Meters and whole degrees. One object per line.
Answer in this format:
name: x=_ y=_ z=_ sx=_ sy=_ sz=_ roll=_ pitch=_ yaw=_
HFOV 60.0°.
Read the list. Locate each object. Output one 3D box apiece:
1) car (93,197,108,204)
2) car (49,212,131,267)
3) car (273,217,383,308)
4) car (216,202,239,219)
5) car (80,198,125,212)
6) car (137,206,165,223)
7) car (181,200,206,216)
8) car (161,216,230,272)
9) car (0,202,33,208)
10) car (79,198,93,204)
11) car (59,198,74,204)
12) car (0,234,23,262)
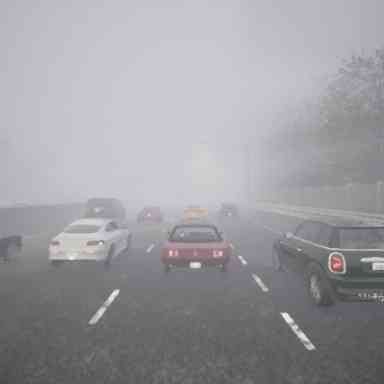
car: x=-21.043 y=2.008 z=76.910 sx=2.128 sy=1.511 sz=4.902 roll=0 pitch=-1 yaw=0
car: x=-3.402 y=1.636 z=11.717 sx=1.812 sy=1.442 sz=4.674 roll=0 pitch=-1 yaw=0
car: x=3.502 y=1.421 z=8.297 sx=2.097 sy=1.767 sz=4.553 roll=0 pitch=-1 yaw=0
car: x=3.480 y=1.801 z=32.994 sx=1.837 sy=1.490 sz=4.892 roll=0 pitch=-1 yaw=0
car: x=-6.917 y=1.475 z=26.888 sx=2.150 sy=2.045 sz=5.566 roll=0 pitch=-1 yaw=0
car: x=-3.413 y=1.831 z=28.309 sx=1.994 sy=1.385 sz=4.181 roll=0 pitch=-1 yaw=0
car: x=0.087 y=1.754 z=29.222 sx=1.882 sy=1.535 sz=5.008 roll=0 pitch=-1 yaw=0
car: x=0.097 y=1.706 z=11.180 sx=1.895 sy=1.301 sz=4.718 roll=0 pitch=-1 yaw=0
car: x=-17.611 y=1.794 z=33.565 sx=1.882 sy=1.535 sz=5.008 roll=0 pitch=-1 yaw=0
car: x=-24.543 y=2.006 z=76.908 sx=1.812 sy=1.442 sz=4.674 roll=0 pitch=-1 yaw=0
car: x=-28.042 y=2.026 z=74.307 sx=2.097 sy=1.767 sz=4.553 roll=0 pitch=-1 yaw=0
car: x=-6.905 y=1.691 z=9.665 sx=1.895 sy=1.301 sz=4.718 roll=0 pitch=-1 yaw=0
